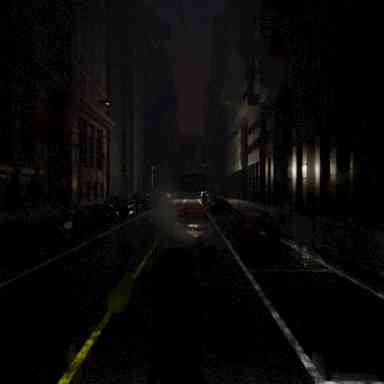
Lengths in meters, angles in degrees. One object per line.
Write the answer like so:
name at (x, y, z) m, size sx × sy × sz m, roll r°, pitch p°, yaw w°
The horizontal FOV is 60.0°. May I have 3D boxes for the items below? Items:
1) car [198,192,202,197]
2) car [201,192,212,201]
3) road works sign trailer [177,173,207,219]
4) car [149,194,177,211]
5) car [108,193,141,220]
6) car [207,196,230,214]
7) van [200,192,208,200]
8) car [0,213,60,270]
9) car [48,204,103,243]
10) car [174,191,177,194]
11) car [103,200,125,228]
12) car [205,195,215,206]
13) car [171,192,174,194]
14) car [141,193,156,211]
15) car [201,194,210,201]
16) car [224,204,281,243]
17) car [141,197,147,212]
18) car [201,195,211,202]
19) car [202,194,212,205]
car at (2.779, 0.963, 60.065) m, size 2.192 × 1.841 × 5.009 m, roll 0°, pitch 0°, yaw 0°
car at (2.776, 1.150, 48.862) m, size 1.967 × 1.590 × 4.097 m, roll 0°, pitch 0°, yaw 0°
road works sign trailer at (0.005, 0.301, 26.902) m, size 2.380 × 3.560 × 2.880 m, roll 0°, pitch 0°, yaw 0°
car at (-3.088, 1.270, 36.929) m, size 2.128 × 1.511 × 4.902 m, roll 0°, pitch 0°, yaw 0°
car at (-5.754, 1.155, 26.443) m, size 2.192 × 1.841 × 5.009 m, roll 0°, pitch 0°, yaw 0°
car at (2.772, 1.371, 32.057) m, size 1.947 × 1.339 × 4.313 m, roll 0°, pitch 0°, yaw 0°
van at (2.782, 0.900, 76.871) m, size 1.690 × 1.788 × 3.998 m, roll 0°, pitch 0°, yaw 0°
car at (-5.759, 1.507, 9.640) m, size 1.947 × 1.339 × 4.313 m, roll 0°, pitch 0°, yaw 0°
car at (-5.757, 1.348, 15.240) m, size 1.967 × 1.590 × 4.097 m, roll 0°, pitch 0°, yaw 0°
car at (-5.741, 1.067, 88.062) m, size 1.947 × 1.339 × 4.313 m, roll 0°, pitch 0°, yaw 0°
car at (-5.756, 1.440, 20.843) m, size 1.947 × 1.339 × 4.313 m, roll 0°, pitch 0°, yaw 0°
car at (2.773, 1.339, 37.659) m, size 1.947 × 1.339 × 4.313 m, roll 0°, pitch 0°, yaw 0°
car at (-5.743, 1.000, 76.859) m, size 1.967 × 1.590 × 4.097 m, roll 0°, pitch 0°, yaw 0°
car at (-5.751, 1.089, 37.646) m, size 2.192 × 1.841 × 5.009 m, roll 0°, pitch 0°, yaw 0°
car at (2.781, 1.113, 71.440) m, size 1.752 × 1.417 × 4.829 m, roll 0°, pitch 0°, yaw 0°
car at (2.768, 1.451, 15.250) m, size 1.887 × 1.381 × 4.507 m, roll 0°, pitch 0°, yaw 0°
car at (-5.754, 1.389, 32.046) m, size 1.802 × 1.307 × 4.206 m, roll 0°, pitch 0°, yaw 0°
car at (2.779, 1.200, 65.669) m, size 1.802 × 1.307 × 4.206 m, roll 0°, pitch 0°, yaw 0°
car at (2.774, 1.292, 43.260) m, size 2.008 × 1.369 × 4.403 m, roll 0°, pitch 0°, yaw 0°
